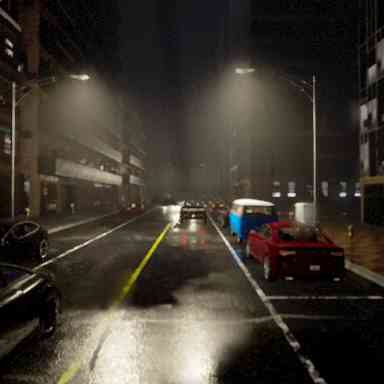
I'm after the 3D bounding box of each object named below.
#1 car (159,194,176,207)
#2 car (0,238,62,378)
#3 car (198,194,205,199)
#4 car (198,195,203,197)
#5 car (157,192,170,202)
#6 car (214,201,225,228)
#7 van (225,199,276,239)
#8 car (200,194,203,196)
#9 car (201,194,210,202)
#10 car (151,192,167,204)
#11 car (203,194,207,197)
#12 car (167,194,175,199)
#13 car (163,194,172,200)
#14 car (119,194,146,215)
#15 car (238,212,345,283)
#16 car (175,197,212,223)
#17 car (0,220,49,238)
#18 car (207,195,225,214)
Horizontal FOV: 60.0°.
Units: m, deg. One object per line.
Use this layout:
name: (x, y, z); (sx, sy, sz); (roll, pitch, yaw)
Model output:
car: (-3.080, 1.357, 46.389); (1.994, 1.385, 4.181); (0, 0, 0)
car: (-3.100, 1.547, 3.721); (1.994, 1.385, 4.181); (0, 0, 0)
car: (2.675, 1.164, 94.921); (1.802, 1.307, 4.206); (1, 0, 0)
car: (0.102, 1.412, 42.259); (1.895, 1.301, 4.718); (0, 0, 0)
car: (-5.667, 1.018, 66.556); (2.192, 1.841, 5.009); (1, 0, 0)
car: (2.673, 1.473, 20.850); (1.947, 1.339, 4.313); (1, 0, 0)
van: (2.677, 1.274, 15.152); (1.690, 1.788, 3.998); (1, 0, 0)
car: (2.674, 1.305, 55.037); (2.008, 1.369, 4.403); (1, 0, 0)
car: (2.675, 1.228, 66.602); (1.752, 1.417, 4.829); (1, 0, 0)
car: (-5.670, 1.194, 55.162); (1.967, 1.590, 4.097); (1, 0, 0)
car: (2.675, 1.330, 43.811); (1.752, 1.417, 4.829); (1, 0, 0)
car: (-5.671, 1.150, 89.348); (1.887, 1.381, 4.507); (1, 0, 0)
car: (-5.671, 1.180, 77.783); (1.752, 1.417, 4.829); (1, 0, 0)
car: (-5.668, 1.171, 32.371); (2.192, 1.841, 5.009); (1, 0, 0)
car: (2.673, 1.502, 9.455); (1.887, 1.381, 4.507); (1, 0, 0)
car: (0.101, 1.382, 24.424); (2.128, 1.511, 4.902); (0, 0, 0)
car: (-5.675, 1.523, 9.581); (1.947, 1.339, 4.313); (1, 0, 0)
car: (2.676, 1.297, 32.246); (1.967, 1.590, 4.097); (1, 0, 0)
